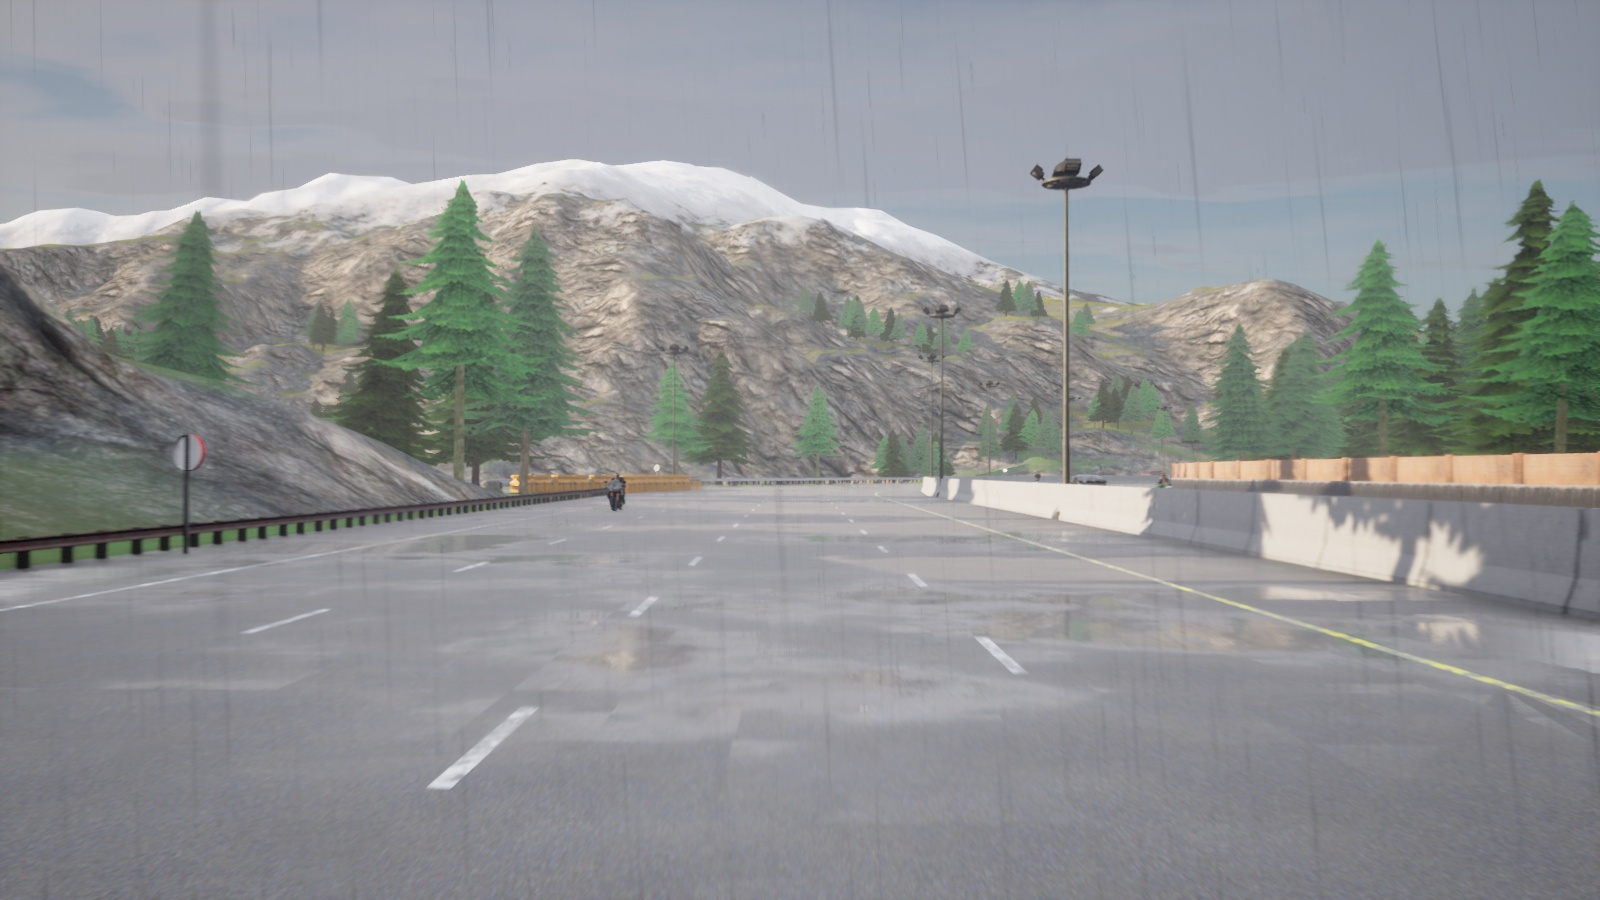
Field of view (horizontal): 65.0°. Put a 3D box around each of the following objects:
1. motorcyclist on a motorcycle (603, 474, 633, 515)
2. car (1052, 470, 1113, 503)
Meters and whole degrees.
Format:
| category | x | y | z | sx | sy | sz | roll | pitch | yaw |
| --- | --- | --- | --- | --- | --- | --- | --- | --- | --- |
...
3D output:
| category | x | y | z | sx | sy | sz | roll | pitch | yaw |
| --- | --- | --- | --- | --- | --- | --- | --- | --- | --- |
| motorcyclist on a motorcycle | -7.120 | 1.721 | 49.112 | 0.866 | 1.530 | 2.191 | 0 | -1 | 0 |
| car | 13.849 | 1.767 | 61.817 | 2.007 | 1.525 | 4.514 | 0 | -1 | 0 |
